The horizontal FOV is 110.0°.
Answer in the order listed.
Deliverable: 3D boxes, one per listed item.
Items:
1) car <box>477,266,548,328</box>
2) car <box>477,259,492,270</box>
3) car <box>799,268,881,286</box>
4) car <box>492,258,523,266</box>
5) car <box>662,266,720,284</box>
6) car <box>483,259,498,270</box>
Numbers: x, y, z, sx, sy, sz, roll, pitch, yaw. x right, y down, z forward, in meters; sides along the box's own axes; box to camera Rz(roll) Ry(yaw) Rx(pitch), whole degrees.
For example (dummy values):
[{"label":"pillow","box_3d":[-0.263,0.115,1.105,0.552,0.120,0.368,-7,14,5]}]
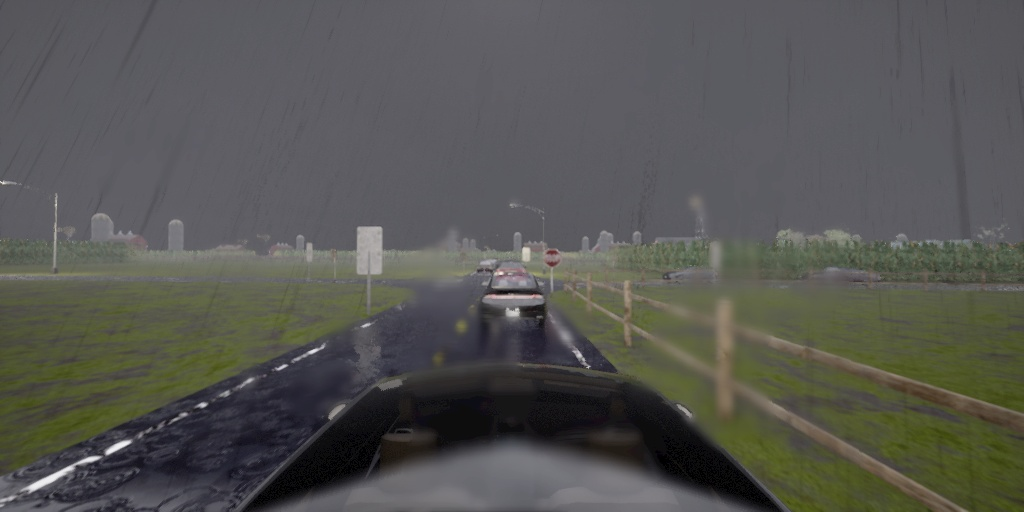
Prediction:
[{"label":"car","box_3d":[0.033,1.245,11.372,2.128,1.511,4.902,0,0,0]},{"label":"car","box_3d":[-3.171,1.293,43.515,2.033,1.411,5.357,0,0,0]},{"label":"car","box_3d":[26.488,1.655,28.998,5.357,1.411,2.033,1,-1,-1]},{"label":"car","box_3d":[-0.059,1.083,24.251,2.097,1.767,4.553,1,-1,0]},{"label":"car","box_3d":[14.371,1.525,28.941,4.181,1.385,1.994,1,-1,0]},{"label":"car","box_3d":[-3.240,1.215,54.613,1.882,1.535,5.008,0,0,0]}]
